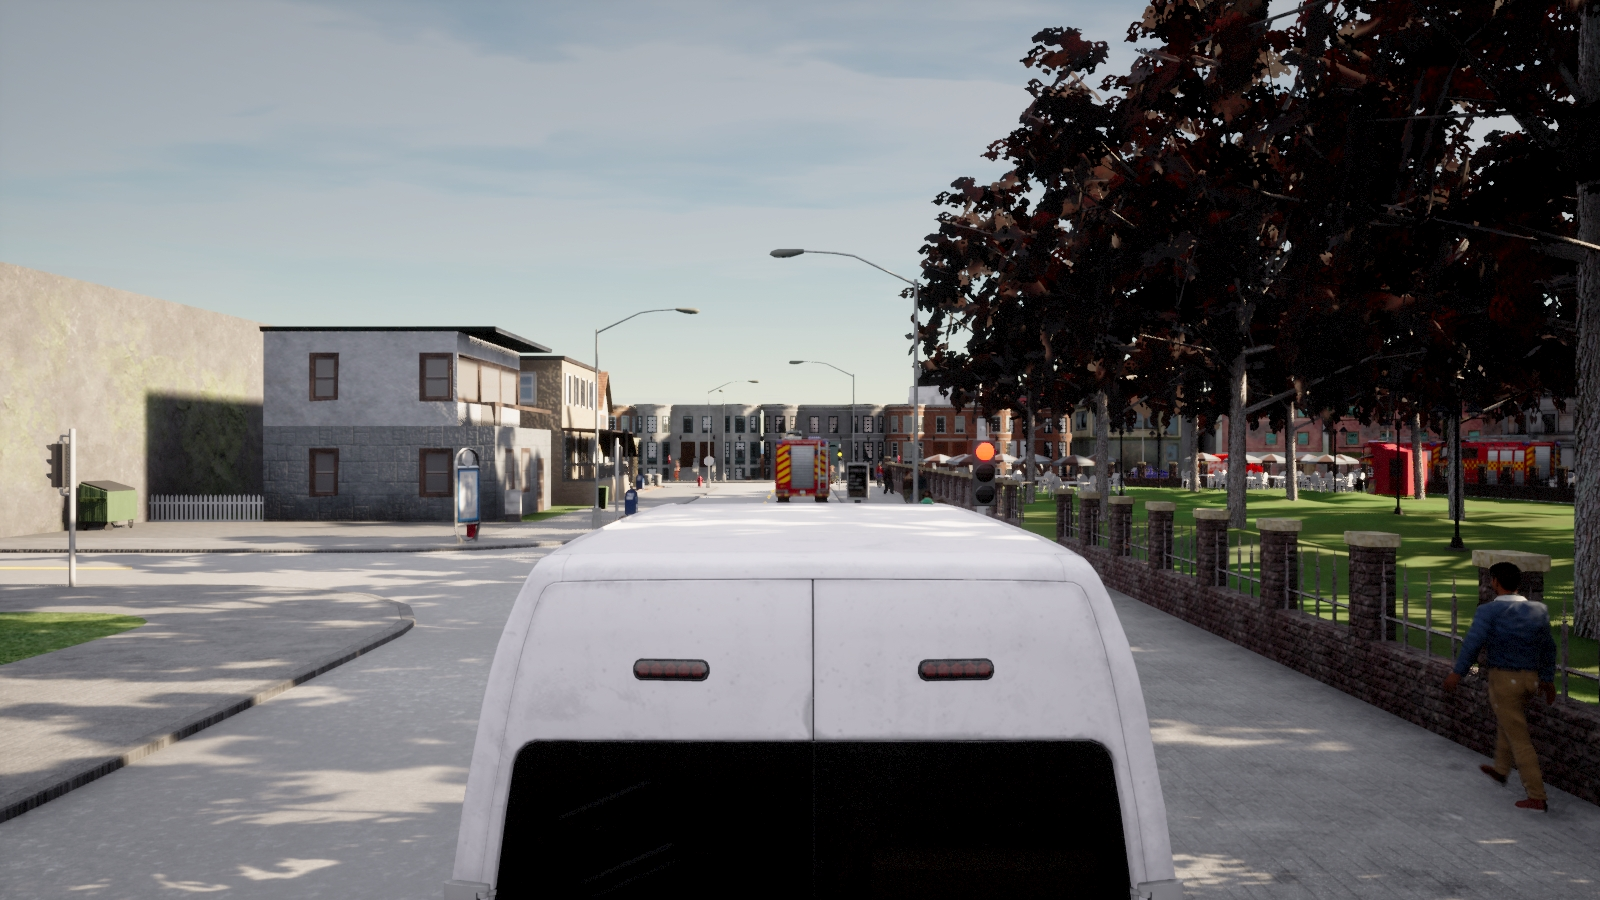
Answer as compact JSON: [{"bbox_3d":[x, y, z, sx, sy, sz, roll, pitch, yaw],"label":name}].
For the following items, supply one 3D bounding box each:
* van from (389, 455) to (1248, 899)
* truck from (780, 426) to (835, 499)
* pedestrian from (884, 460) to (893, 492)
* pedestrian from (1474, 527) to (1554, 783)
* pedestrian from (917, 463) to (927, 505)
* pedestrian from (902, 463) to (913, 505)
[{"bbox_3d":[0.036,1.314,5.605,1.988,2.561,5.915,0,0,0],"label":"van"},{"bbox_3d":[0.398,0.670,63.964,2.891,3.827,8.468,0,0,0],"label":"truck"},{"bbox_3d":[5.272,1.525,67.811,0.375,1.860,0.375,0,0,-40],"label":"pedestrian"},{"bbox_3d":[5.384,1.526,8.626,0.375,1.860,0.375,0,0,0],"label":"pedestrian"},{"bbox_3d":[5.422,1.525,50.788,0.375,1.860,0.375,0,0,-4],"label":"pedestrian"},{"bbox_3d":[4.791,1.525,50.900,0.375,1.860,0.375,0,0,-17],"label":"pedestrian"}]
